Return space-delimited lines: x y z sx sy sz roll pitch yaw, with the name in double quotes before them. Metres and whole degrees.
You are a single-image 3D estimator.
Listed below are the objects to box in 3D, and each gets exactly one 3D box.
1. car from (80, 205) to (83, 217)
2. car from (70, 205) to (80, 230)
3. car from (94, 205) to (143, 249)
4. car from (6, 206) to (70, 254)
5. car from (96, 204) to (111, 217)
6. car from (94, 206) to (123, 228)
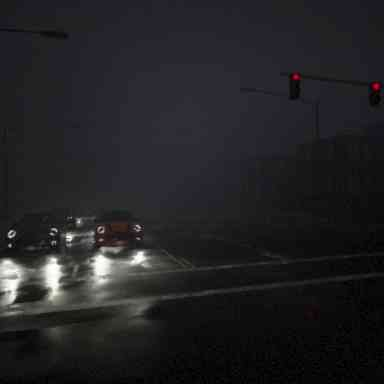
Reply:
"car" -15.304 2.436 43.624 2.128 1.511 4.902 -1 -1 -16
"car" -9.990 1.925 25.347 2.097 1.767 4.553 -1 -1 -16
"car" -3.756 1.677 16.597 2.097 1.767 4.553 -1 -1 -17
"car" -7.090 1.724 15.530 2.097 1.767 4.553 -1 -1 -17
"car" -11.623 2.397 43.486 1.812 1.442 4.674 -1 -1 -16
"car" -7.206 2.053 28.280 2.128 1.511 4.902 -1 -1 -16
